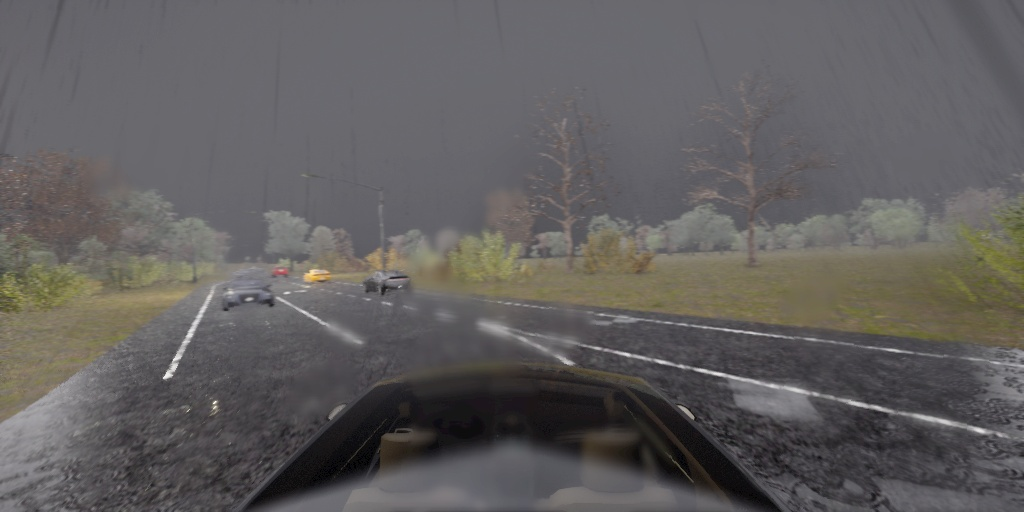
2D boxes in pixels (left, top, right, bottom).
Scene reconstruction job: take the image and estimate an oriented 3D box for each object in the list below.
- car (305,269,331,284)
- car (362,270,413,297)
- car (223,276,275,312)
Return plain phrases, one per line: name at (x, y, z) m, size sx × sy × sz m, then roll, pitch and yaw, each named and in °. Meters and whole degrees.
car at (-21.370, 2.231, 39.340) m, size 1.882 × 1.535 × 5.008 m, roll -2°, pitch 0°, yaw -39°
car at (-7.902, 1.645, 22.511) m, size 2.128 × 1.511 × 4.902 m, roll -2°, pitch 0°, yaw -39°
car at (-13.343, 1.910, 18.118) m, size 1.994 × 1.385 × 4.181 m, roll -2°, pitch 0°, yaw -39°
